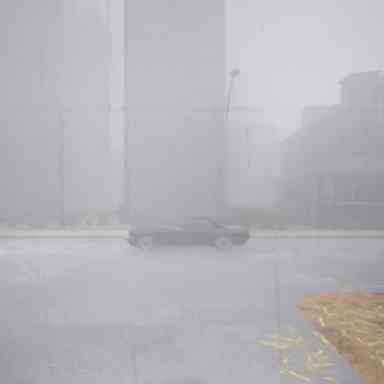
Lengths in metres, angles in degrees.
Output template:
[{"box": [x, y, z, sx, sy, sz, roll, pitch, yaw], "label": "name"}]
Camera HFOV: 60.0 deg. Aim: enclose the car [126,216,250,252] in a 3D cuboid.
[{"box": [-0.183, 1.609, 13.274, 4.718, 1.301, 1.895, 0, 0, 0], "label": "car"}]
